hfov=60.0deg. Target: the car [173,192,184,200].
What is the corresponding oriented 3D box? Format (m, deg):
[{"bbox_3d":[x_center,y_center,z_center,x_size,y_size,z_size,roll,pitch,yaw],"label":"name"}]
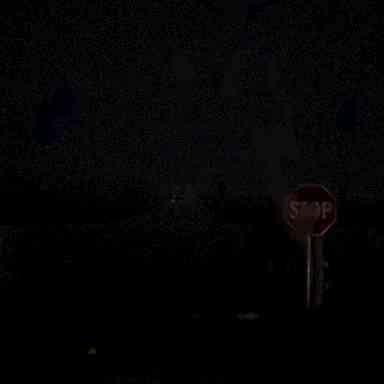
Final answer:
[{"bbox_3d":[-2.753,0.706,66.631,2.097,1.767,4.553,0,1,0],"label":"car"}]
